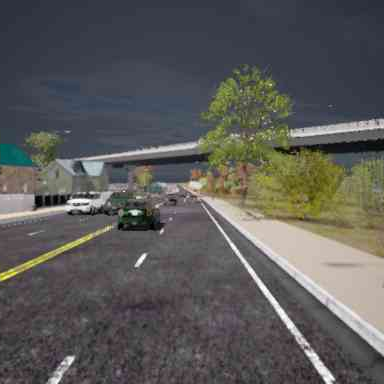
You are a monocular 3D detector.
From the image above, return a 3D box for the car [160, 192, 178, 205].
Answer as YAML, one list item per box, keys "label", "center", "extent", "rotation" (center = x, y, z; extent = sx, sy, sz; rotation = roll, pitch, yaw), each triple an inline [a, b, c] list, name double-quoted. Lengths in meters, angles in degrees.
- label: "car"
  center: [-3.146, 1.148, 49.655]
  extent: [2.128, 1.511, 4.902]
  rotation: [0, 0, 0]

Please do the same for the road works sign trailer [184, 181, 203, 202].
- label: "road works sign trailer"
  center: [0.421, -0.107, 57.819]
  extent: [2.380, 3.560, 2.880]
  rotation: [8, -7, 3]

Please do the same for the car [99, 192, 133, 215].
- label: "car"
  center: [-6.587, 1.000, 30.916]
  extent: [2.150, 2.045, 5.566]
  rotation: [0, 0, 0]

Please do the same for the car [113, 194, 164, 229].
- label: "car"
  center: [-3.158, 1.200, 20.563]
  extent: [2.097, 1.767, 4.553]
  rotation: [0, 0, 0]

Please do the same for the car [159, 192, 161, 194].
- label: "car"
  center: [-6.544, 0.798, 72.610]
  extent: [2.097, 1.767, 4.553]
  rotation: [0, 0, 0]

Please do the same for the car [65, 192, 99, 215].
- label: "car"
  center: [-9.836, 1.001, 30.968]
  extent: [2.150, 2.045, 5.566]
  rotation: [0, 0, 0]
